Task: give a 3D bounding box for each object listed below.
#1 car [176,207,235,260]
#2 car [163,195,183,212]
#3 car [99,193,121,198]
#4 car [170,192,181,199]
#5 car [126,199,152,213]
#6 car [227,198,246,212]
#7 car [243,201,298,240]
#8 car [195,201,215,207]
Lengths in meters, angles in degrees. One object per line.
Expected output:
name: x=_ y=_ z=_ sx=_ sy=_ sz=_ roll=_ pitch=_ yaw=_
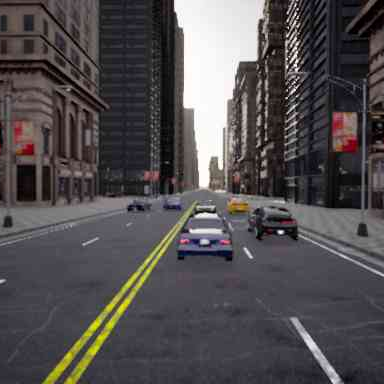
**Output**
car: x=0.480 y=1.493 z=12.211 sx=2.033 sy=1.411 sz=5.357 roll=0 pitch=0 yaw=3
car: x=-2.017 y=1.291 z=36.142 sx=1.882 sy=1.535 sz=5.008 roll=0 pitch=0 yaw=2
car: x=-19.693 y=0.865 z=82.068 sx=4.507 sy=1.381 sz=1.887 roll=1 pitch=0 yaw=2
car: x=-3.658 y=0.748 z=75.353 sx=2.128 sy=1.511 sz=4.902 roll=0 pitch=0 yaw=2
car: x=-5.352 y=1.398 z=34.081 sx=1.895 sy=1.301 sz=4.718 roll=0 pitch=0 yaw=2
car: x=4.567 y=1.356 z=33.321 sx=1.882 sy=1.535 sz=5.008 roll=0 pitch=0 yaw=2
car: x=3.924 y=1.456 z=16.722 sx=1.837 sy=1.490 sz=4.892 roll=0 pitch=0 yaw=2
car: x=1.197 y=1.466 z=30.461 sx=1.895 sy=1.301 sz=4.718 roll=0 pitch=0 yaw=2
